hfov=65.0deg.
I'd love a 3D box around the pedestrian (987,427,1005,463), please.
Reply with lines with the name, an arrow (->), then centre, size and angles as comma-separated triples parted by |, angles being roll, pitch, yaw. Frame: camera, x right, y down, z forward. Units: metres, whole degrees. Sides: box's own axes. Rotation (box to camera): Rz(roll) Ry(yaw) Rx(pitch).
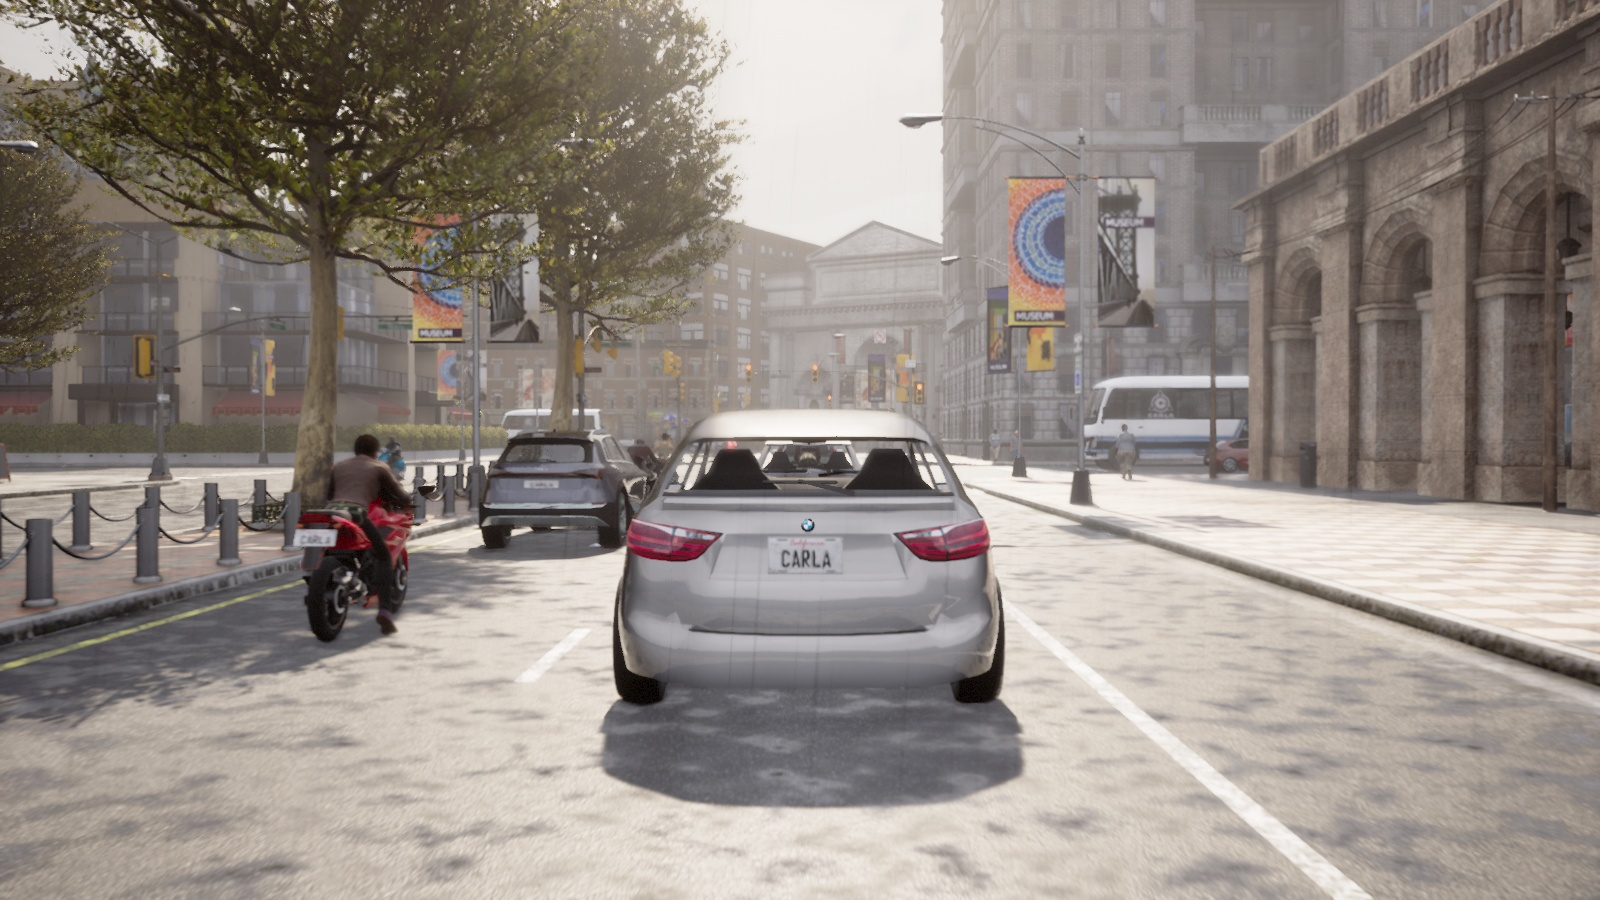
pedestrian -> 10.359, -0.262, 66.445 | 0.874, 1.855, 0.900 | 0, 1, 3

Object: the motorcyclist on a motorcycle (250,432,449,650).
motorcyclist on a motorcycle -> -3.430, 0.626, 9.785 | 0.797, 1.523, 2.044 | 0, 1, 0

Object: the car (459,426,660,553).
car -> -3.380, 0.484, 18.667 | 2.033, 1.649, 4.856 | 0, 1, 0

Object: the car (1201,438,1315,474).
car -> 19.406, 0.236, 53.300 | 4.193, 1.474, 1.816 | 0, 1, 0

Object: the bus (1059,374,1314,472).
bus -> 17.270, -1.191, 56.786 | 10.273, 4.253, 3.944 | 0, 1, 0

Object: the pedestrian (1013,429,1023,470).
pedestrian -> 9.652, -0.022, 55.654 | 0.354, 1.836, 0.706 | 0, 1, 5

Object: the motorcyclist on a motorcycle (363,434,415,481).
motorcyclist on a motorcycle -> -14.246, 0.248, 43.577 | 0.866, 1.590, 1.817 | 1, 1, 13

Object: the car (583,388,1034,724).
car -> 0.062, 0.504, 8.554 | 2.242, 1.667, 4.611 | 0, 1, 1

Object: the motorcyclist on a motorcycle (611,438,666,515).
motorcyclist on a motorcycle -> -3.338, 0.514, 26.129 | 0.866, 1.530, 2.191 | 0, 1, 0

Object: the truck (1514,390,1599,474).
truck -> 35.091, -0.746, 53.228 | 7.936, 3.462, 2.891 | 0, 1, 1

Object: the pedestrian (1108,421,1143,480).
pedestrian -> 10.215, 0.012, 39.428 | 0.874, 1.855, 0.900 | 0, 1, 0
